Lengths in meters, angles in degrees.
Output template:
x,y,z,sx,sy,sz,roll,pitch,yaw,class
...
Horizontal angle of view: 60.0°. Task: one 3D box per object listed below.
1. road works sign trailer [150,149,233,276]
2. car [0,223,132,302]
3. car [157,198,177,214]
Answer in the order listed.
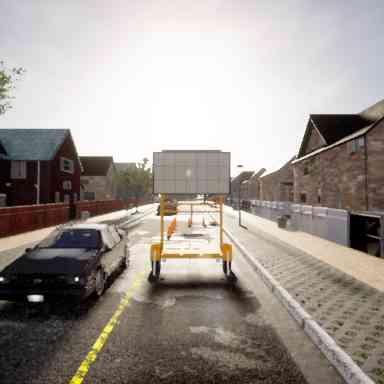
x,y,z,sx,sy,sz,roll,pitch,yaw,class
-0.010,0.483,10.386,2.380,3.560,2.880,0,0,1,road works sign trailer
-2.855,1.562,8.739,2.033,1.411,5.357,0,0,0,car
-2.774,1.505,37.699,2.097,1.767,4.553,0,0,0,car
